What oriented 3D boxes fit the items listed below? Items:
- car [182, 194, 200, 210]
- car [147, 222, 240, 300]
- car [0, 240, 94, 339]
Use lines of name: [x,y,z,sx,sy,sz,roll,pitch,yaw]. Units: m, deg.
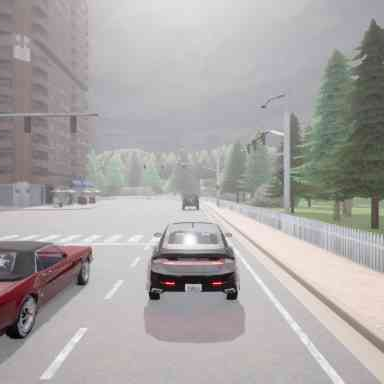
car: [-0.173,1.221,43.797,2.150,2.045,5.566,0,0,-1]
car: [0.024,1.492,8.350,2.128,1.511,4.902,0,0,0]
car: [-3.449,1.601,6.502,1.895,1.301,4.718,0,0,0]
